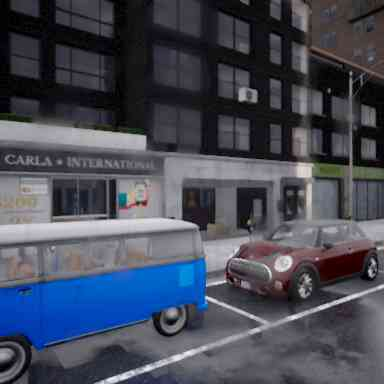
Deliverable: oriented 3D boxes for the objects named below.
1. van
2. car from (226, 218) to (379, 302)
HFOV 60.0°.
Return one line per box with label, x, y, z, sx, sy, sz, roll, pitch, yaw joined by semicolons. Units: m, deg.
van;-1.651;1.339;5.011;3.998;1.788;1.690;0;0;-36
car;2.751;1.430;8.160;4.097;1.590;1.967;0;0;-36
